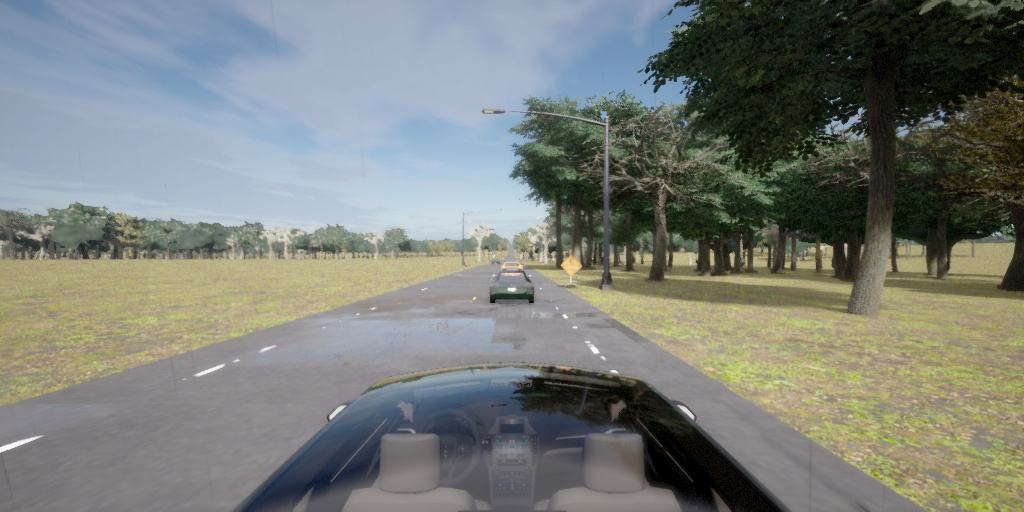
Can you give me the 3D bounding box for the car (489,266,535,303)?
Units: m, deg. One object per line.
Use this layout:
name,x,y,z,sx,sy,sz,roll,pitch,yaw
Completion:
car,0.000,1.317,16.507,1.994,1.385,4.181,0,0,0

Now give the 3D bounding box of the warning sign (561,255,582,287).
warning sign,3.550,0.858,21.698,1.300,1.860,1.060,0,0,0

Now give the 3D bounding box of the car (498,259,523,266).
car,0.001,1.231,31.514,1.882,1.535,5.008,0,0,0
